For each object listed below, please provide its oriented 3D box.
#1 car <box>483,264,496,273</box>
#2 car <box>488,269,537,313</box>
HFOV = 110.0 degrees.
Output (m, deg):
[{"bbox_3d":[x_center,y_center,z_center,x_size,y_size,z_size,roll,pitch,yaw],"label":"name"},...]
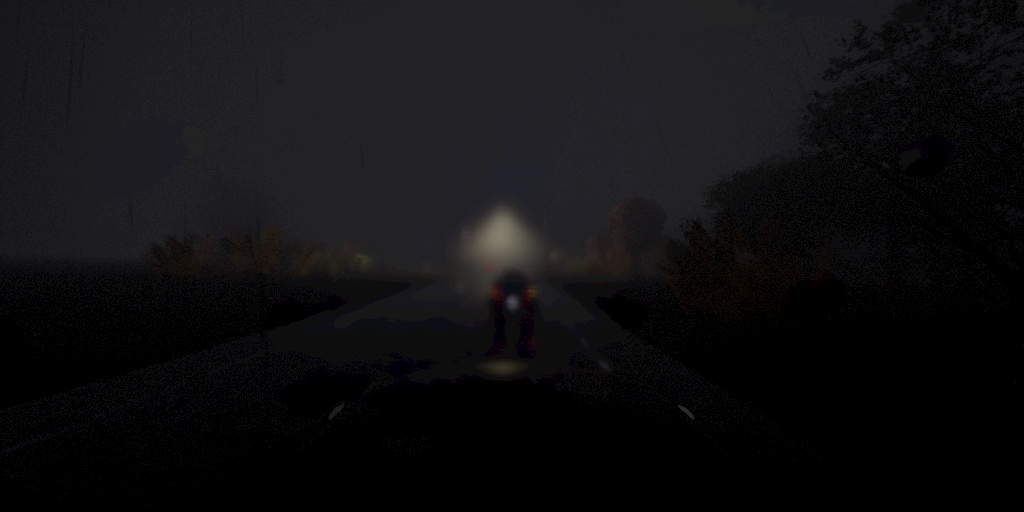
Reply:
[{"bbox_3d":[-3.570,2.004,58.571,1.882,1.535,5.008,0,-1,0],"label":"car"},{"bbox_3d":[0.048,1.450,14.838,1.812,1.442,4.674,0,-1,1],"label":"car"}]
